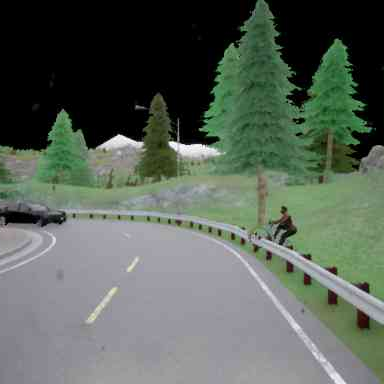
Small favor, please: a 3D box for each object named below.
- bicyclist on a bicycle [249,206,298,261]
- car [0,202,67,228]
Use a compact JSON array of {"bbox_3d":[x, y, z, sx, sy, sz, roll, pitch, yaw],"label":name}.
[{"bbox_3d":[2.827,1.275,10.784,1.656,1.620,0.582,26,-3,4],"label":"bicyclist on a bicycle"},{"bbox_3d":[-10.703,1.467,22.203,5.008,1.535,1.882,0,0,20],"label":"car"}]
